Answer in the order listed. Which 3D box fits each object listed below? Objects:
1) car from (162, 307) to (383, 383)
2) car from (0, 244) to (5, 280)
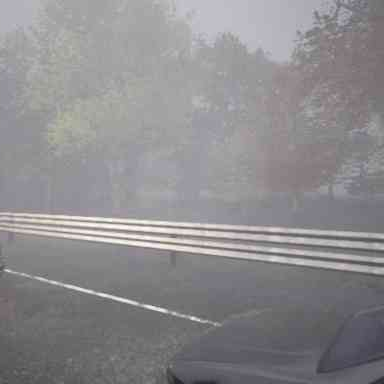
[{"bbox_3d":[2.292,1.541,2.236,5.357,1.411,2.033,-1,0,35],"label":"car"},{"bbox_3d":[-6.718,1.519,8.612,4.856,1.649,2.033,-1,0,35],"label":"car"}]
